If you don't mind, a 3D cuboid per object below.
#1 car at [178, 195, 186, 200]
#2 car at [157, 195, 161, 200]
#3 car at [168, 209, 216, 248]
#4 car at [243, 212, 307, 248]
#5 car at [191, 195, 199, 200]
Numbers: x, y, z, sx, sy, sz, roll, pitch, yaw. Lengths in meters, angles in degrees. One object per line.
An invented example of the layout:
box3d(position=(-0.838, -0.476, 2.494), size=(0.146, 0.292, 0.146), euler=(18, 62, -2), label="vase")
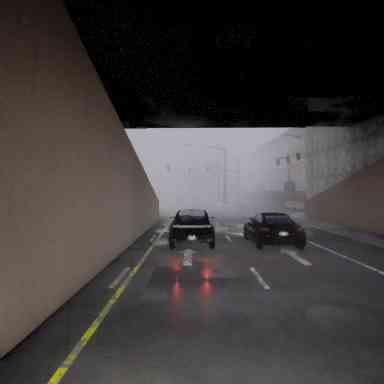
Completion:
box3d(position=(-2.666, 1.353, 85.135), size=(2.033, 1.411, 5.357), euler=(0, 0, 1), label="car")
box3d(position=(-9.509, 1.532, 91.462), size=(2.033, 1.411, 5.357), euler=(0, 0, 1), label="car")
box3d(position=(0.000, 1.493, 14.692), size=(2.128, 1.511, 4.902), euler=(0, 0, 0), label="car")
box3d(position=(3.500, 1.571, 14.692), size=(1.994, 1.385, 4.181), euler=(0, 0, 0), label="car")
box3d(position=(0.833, 1.353, 85.048), size=(2.033, 1.411, 5.357), euler=(0, 0, 1), label="car")
